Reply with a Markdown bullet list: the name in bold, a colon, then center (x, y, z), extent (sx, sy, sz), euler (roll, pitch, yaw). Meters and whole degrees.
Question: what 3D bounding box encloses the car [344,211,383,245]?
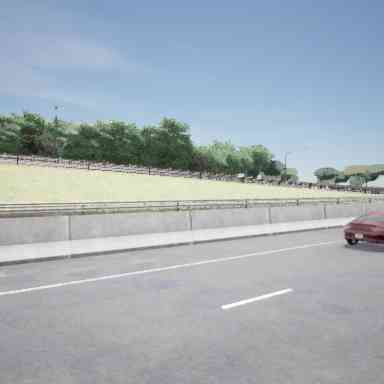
- **car**: center (8.267, 1.514, 14.064), extent (4.674, 1.442, 1.812), euler (0, 0, -35)
